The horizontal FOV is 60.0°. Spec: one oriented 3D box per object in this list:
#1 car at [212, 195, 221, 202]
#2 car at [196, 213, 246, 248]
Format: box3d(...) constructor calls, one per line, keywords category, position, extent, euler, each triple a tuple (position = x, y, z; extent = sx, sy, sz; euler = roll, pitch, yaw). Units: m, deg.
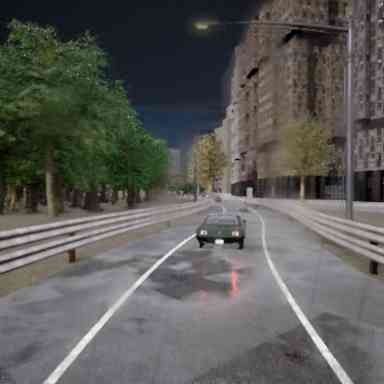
box3d(category="car", position=(5.330, 1.471, 74.932), extent=(2.128, 1.511, 4.902), euler=(0, 0, -8))
box3d(category="car", position=(1.467, 1.608, 14.886), extent=(1.895, 1.301, 4.718), euler=(0, 0, 11))
